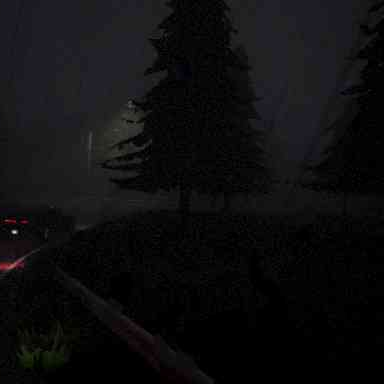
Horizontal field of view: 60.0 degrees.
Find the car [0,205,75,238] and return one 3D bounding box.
[{"bbox_3d":[-7.393,1.407,16.484,1.837,1.490,4.892,4,1,2],"label":"car"}]
